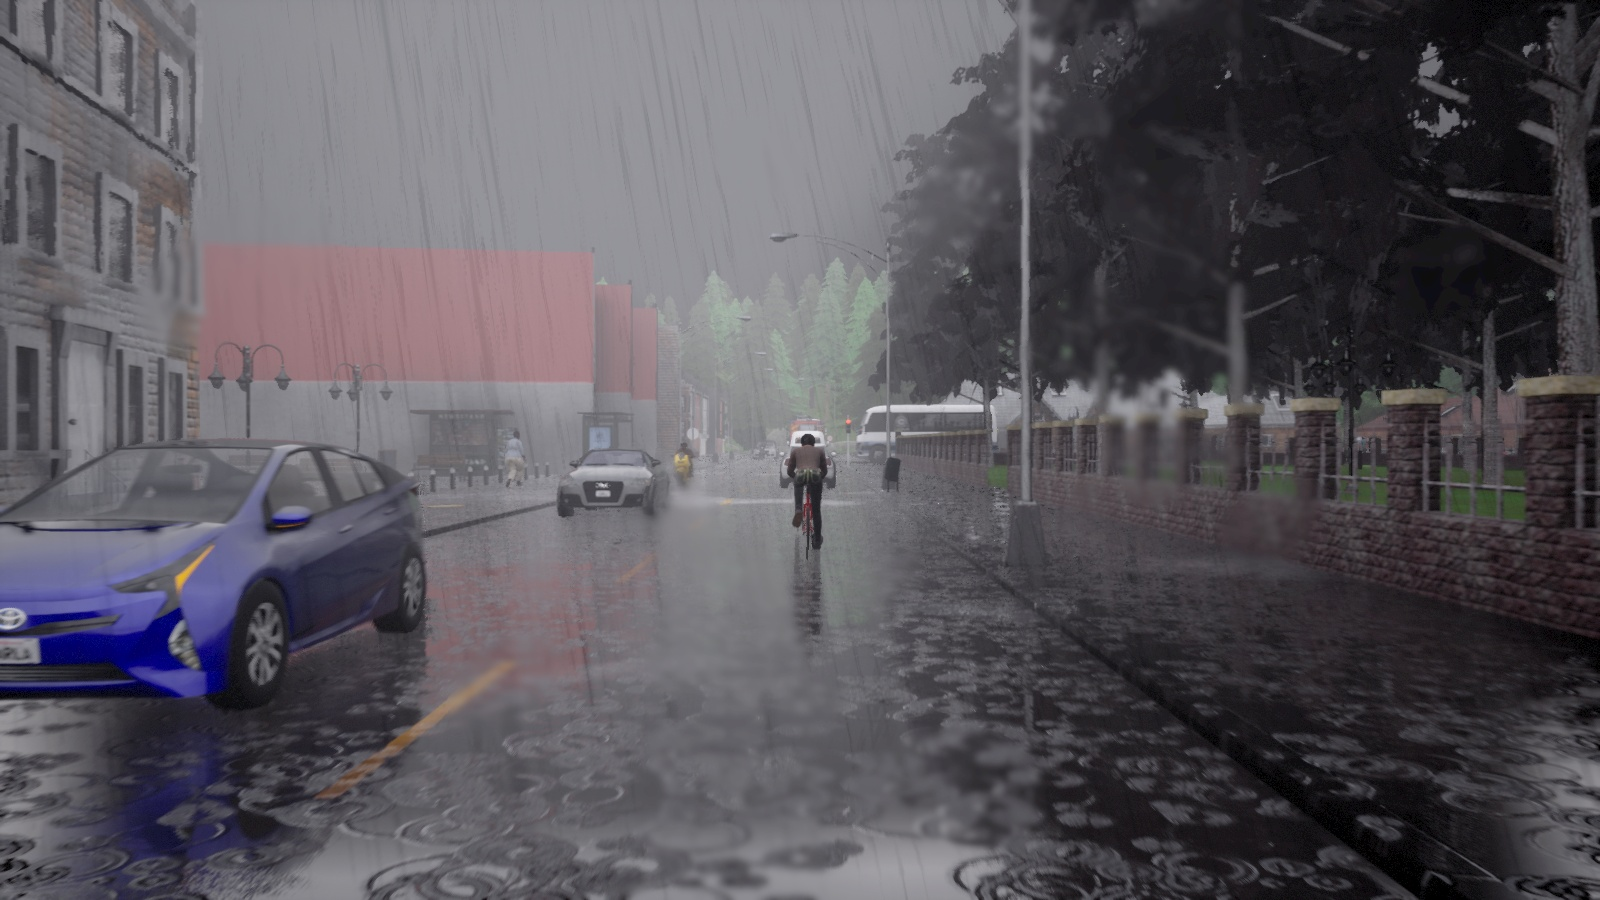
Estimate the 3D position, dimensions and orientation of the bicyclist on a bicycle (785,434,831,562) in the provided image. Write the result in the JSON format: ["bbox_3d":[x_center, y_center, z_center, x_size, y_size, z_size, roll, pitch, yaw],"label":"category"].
[{"bbox_3d":[0.107,0.605,16.661,0.582,1.620,1.656,0,0,0],"label":"bicyclist on a bicycle"}]

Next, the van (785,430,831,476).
[{"bbox_3d":[0.376,0.140,58.297,2.069,2.038,4.480,0,0,1],"label":"van"}]

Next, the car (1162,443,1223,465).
[{"bbox_3d":[27.110,0.293,86.837,3.633,1.501,1.845,0,0,-1],"label":"car"}]

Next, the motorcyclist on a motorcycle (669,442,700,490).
[{"bbox_3d":[-3.743,0.496,40.693,0.797,1.523,2.044,0,0,0],"label":"motorcyclist on a motorcycle"}]

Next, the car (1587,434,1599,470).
[{"bbox_3d":[45.691,0.117,68.312,2.150,2.045,5.566,0,0,-2],"label":"car"}]

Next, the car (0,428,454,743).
[{"bbox_3d":[-3.939,0.643,8.344,2.007,1.525,4.514,0,0,0],"label":"car"}]

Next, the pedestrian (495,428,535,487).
[{"bbox_3d":[-9.027,0.225,39.783,0.874,1.855,0.900,0,0,20],"label":"pedestrian"}]

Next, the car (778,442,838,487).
[{"bbox_3d":[0.271,0.471,42.807,1.970,1.475,3.806,0,0,0],"label":"car"}]

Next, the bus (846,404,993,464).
[{"bbox_3d":[8.542,-1.136,91.021,10.273,4.253,3.944,0,0,0],"label":"bus"}]

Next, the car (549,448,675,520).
[{"bbox_3d":[-3.839,0.659,26.385,1.994,1.385,4.181,0,0,0],"label":"car"}]
